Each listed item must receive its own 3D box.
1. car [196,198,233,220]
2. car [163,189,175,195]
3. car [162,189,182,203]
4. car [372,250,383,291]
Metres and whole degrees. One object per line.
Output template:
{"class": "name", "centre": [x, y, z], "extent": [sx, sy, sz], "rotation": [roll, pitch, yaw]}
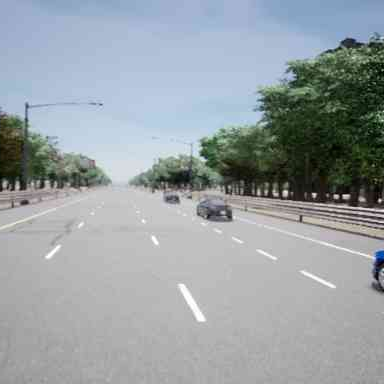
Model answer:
{"class": "car", "centre": [1.593, 1.173, 24.412], "extent": [1.812, 1.442, 4.674], "rotation": [1, 1, -12]}
{"class": "car", "centre": [-6.030, -0.088, 89.190], "extent": [2.033, 1.411, 5.357], "rotation": [2, 1, 9]}
{"class": "car", "centre": [-2.856, 0.701, 45.589], "extent": [1.812, 1.442, 4.674], "rotation": [1, 1, -12]}
{"class": "car", "centre": [5.502, 1.542, 5.824], "extent": [1.882, 1.535, 5.008], "rotation": [1, 1, -12]}
